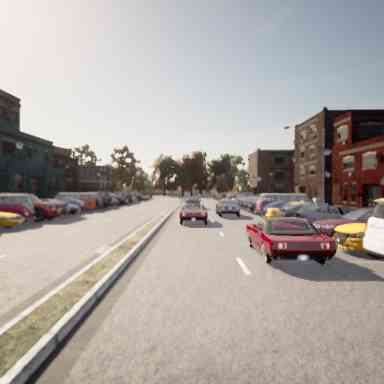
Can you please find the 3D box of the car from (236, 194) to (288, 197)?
[{"bbox_3d":[7.640,1.304,36.581,4.892,1.521,2.231,0,0,0],"label":"car"}]

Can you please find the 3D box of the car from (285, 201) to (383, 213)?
[{"bbox_3d":[7.672,1.402,17.282,4.792,1.488,2.163,0,0,0],"label":"car"}]

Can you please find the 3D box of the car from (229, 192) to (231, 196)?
[{"bbox_3d":[7.679,1.165,44.853,4.553,1.767,2.185,0,0,0],"label":"car"}]

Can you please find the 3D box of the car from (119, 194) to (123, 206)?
[{"bbox_3d":[-12.525,1.326,46.517,4.674,1.452,2.002,0,0,0],"label":"car"}]

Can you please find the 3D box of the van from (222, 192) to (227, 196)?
[{"bbox_3d":[7.532,1.061,53.125,4.442,1.987,1.878,0,0,0],"label":"van"}]

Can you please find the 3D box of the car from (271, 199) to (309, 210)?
[{"bbox_3d":[7.637,1.360,20.040,4.892,1.521,2.231,0,0,0],"label":"car"}]

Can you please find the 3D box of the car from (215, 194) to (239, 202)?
[{"bbox_3d":[7.658,1.271,72.429,5.008,1.535,2.097,0,0,0],"label":"car"}]

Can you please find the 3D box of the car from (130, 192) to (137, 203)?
[{"bbox_3d":[-12.549,1.038,54.920,5.566,2.045,2.435,0,0,0],"label":"car"}]

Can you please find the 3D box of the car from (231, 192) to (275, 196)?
[{"bbox_3d":[7.616,1.168,42.095,4.553,1.767,2.185,0,0,0],"label":"car"}]

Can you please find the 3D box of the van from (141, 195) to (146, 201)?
[{"bbox_3d":[-12.390,1.068,68.692,4.442,1.987,1.878,0,0,0],"label":"van"}]

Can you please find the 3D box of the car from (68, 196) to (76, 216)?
[{"bbox_3d":[-12.540,1.318,27.129,4.892,1.521,2.231,0,0,0],"label":"car"}]

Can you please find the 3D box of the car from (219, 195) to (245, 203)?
[{"bbox_3d":[7.657,1.289,64.153,4.892,1.521,2.231,0,0,0],"label":"car"}]

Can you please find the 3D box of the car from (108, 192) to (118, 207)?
[{"bbox_3d":[-12.561,1.038,41.023,5.566,2.045,2.435,0,0,0],"label":"car"}]

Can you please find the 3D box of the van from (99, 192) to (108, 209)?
[{"bbox_3d":[-12.419,1.066,38.243,4.442,1.987,1.878,0,0,0],"label":"van"}]

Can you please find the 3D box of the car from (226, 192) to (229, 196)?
[{"bbox_3d":[7.679,1.162,47.610,4.553,1.767,2.185,0,0,0],"label":"car"}]

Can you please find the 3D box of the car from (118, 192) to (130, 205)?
[{"bbox_3d":[-12.497,1.035,49.235,5.566,2.045,2.435,0,0,0],"label":"car"}]

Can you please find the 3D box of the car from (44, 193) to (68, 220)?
[{"bbox_3d":[-12.521,1.074,24.347,5.566,2.045,2.435,0,0,0],"label":"car"}]

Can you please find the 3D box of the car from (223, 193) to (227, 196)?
[{"bbox_3d":[7.654,1.287,50.367,5.008,1.535,2.097,0,0,0],"label":"car"}]

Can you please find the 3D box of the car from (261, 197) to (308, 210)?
[{"bbox_3d":[7.829,1.344,22.796,5.366,1.575,1.946,0,0,0],"label":"car"}]

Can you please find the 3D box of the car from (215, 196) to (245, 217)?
[{"bbox_3d":[3.107,1.390,29.633,2.033,1.411,5.357,0,0,0],"label":"car"}]

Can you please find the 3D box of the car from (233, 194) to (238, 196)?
[{"bbox_3d":[7.641,1.299,39.339,4.892,1.521,2.231,0,0,0],"label":"car"}]

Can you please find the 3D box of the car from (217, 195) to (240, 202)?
[{"bbox_3d":[7.649,1.317,69.673,4.674,1.452,2.002,0,0,0],"label":"car"}]

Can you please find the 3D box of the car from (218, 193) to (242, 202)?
[{"bbox_3d":[7.620,1.158,66.915,4.553,1.767,2.185,0,0,0],"label":"car"}]

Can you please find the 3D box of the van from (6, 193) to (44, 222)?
[{"bbox_3d":[-12.435,1.110,21.570,4.442,1.987,1.878,0,0,0],"label":"van"}]

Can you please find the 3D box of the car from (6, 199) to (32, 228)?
[{"bbox_3d":[-12.369,1.344,18.791,5.366,1.575,1.946,0,0,0],"label":"car"}]

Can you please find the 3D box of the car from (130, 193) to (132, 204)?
[{"bbox_3d":[-12.708,1.284,52.140,5.366,1.575,1.946,0,0,0],"label":"car"}]

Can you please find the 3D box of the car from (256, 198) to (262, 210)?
[{"bbox_3d":[7.642,1.376,25.554,4.674,1.452,2.002,0,0,0],"label":"car"}]

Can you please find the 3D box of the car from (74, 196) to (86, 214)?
[{"bbox_3d":[-12.514,1.338,29.907,4.792,1.488,2.163,0,0,0],"label":"car"}]

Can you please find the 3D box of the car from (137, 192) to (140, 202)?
[{"bbox_3d":[-12.509,1.293,60.352,5.008,1.535,2.097,0,0,0],"label":"car"}]

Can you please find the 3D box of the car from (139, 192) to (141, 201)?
[{"bbox_3d":[-12.543,1.169,63.256,4.553,1.767,2.185,0,0,0],"label":"car"}]

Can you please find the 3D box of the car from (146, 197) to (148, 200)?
[{"bbox_3d":[-12.535,1.158,71.600,4.553,1.767,2.185,0,0,0],"label":"car"}]

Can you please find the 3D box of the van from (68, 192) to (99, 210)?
[{"bbox_3d":[-12.655,1.071,35.466,4.442,1.987,1.878,0,0,0],"label":"van"}]

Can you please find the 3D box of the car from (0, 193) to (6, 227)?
[{"bbox_3d":[-12.528,1.108,16.012,5.566,2.045,2.435,0,0,0],"label":"car"}]

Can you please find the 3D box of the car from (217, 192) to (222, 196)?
[{"bbox_3d":[7.464,1.284,55.882,5.366,1.575,1.946,0,0,0],"label":"car"}]

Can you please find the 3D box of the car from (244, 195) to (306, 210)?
[{"bbox_3d":[7.639,1.319,31.068,4.892,1.521,2.231,0,0,0],"label":"car"}]

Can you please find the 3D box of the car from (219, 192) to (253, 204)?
[{"bbox_3d":[7.678,1.036,58.639,5.566,2.045,2.435,0,0,0],"label":"car"}]

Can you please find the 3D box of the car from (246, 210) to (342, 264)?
[{"bbox_3d":[3.096,1.524,11.497,1.895,1.301,4.718,0,0,0],"label":"car"}]

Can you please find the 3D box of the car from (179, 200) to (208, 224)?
[{"bbox_3d":[0.105,1.465,23.645,1.895,1.301,4.718,0,0,0],"label":"car"}]

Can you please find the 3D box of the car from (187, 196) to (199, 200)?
[{"bbox_3d":[0.107,1.320,40.982,1.837,1.490,4.892,0,0,0],"label":"car"}]

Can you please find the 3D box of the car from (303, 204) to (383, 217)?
[{"bbox_3d":[7.645,1.426,14.526,4.674,1.452,2.002,0,0,0],"label":"car"}]

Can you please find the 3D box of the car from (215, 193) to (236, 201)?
[{"bbox_3d":[7.622,1.134,75.191,4.553,1.767,2.185,0,0,0],"label":"car"}]

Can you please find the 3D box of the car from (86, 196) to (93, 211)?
[{"bbox_3d":[-12.538,1.343,32.561,4.674,1.452,2.002,0,0,0],"label":"car"}]

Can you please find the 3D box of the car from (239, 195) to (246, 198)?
[{"bbox_3d":[7.640,1.311,33.824,4.892,1.521,2.231,0,0,0],"label":"car"}]

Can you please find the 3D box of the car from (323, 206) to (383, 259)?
[{"bbox_3d":[7.648,1.401,11.768,5.008,1.535,2.097,0,0,0],"label":"car"}]
